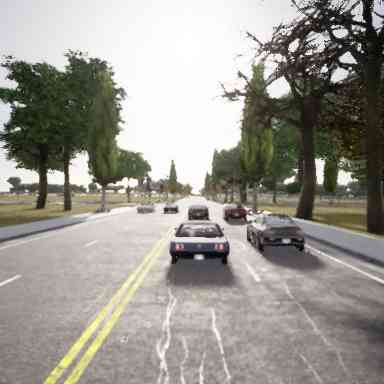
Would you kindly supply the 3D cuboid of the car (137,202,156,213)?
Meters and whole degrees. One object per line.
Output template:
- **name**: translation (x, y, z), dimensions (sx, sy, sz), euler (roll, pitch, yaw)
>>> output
- **car**: translation (-5.895, 2.009, 43.064), dimensions (1.895, 1.301, 4.718), euler (0, -1, 1)

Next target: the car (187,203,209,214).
- **car**: translation (0.581, 1.783, 30.662), dimensions (1.882, 1.535, 5.008), euler (0, -1, 1)

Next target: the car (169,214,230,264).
- **car**: translation (0.270, 1.716, 12.346), dimensions (1.895, 1.301, 4.718), euler (0, -1, 1)

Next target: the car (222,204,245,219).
- **car**: translation (3.830, 1.798, 30.513), dimensions (1.882, 1.535, 5.008), euler (0, -1, 1)

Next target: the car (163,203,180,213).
- **car**: translation (-2.646, 2.025, 43.033), dimensions (1.895, 1.301, 4.718), euler (0, -1, 1)

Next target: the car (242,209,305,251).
- **car**: translation (3.567, 1.679, 14.705), dimensions (1.812, 1.442, 4.674), euler (0, 0, 1)
